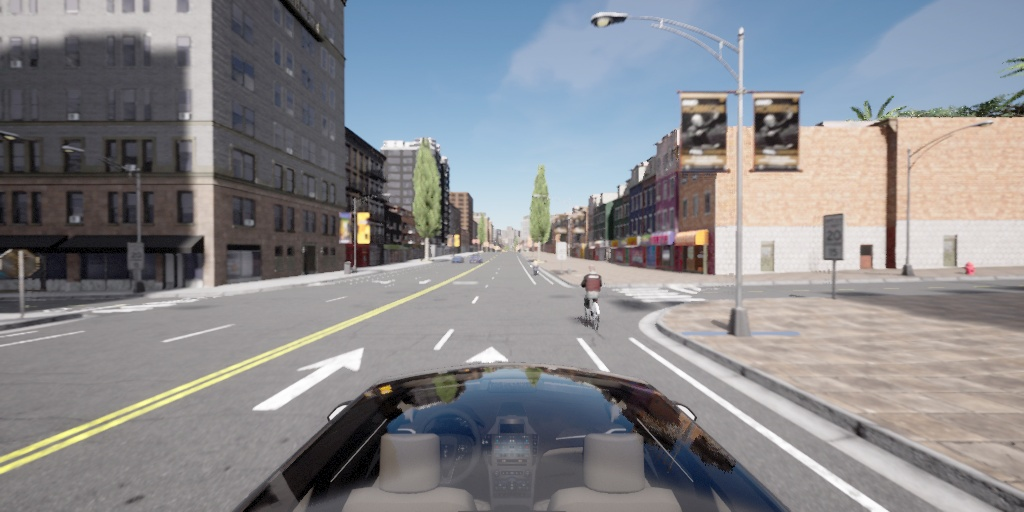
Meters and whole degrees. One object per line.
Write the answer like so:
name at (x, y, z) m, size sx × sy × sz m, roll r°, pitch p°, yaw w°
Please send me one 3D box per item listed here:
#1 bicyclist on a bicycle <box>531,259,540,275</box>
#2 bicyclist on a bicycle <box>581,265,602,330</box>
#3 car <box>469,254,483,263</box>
bicyclist on a bicycle at (2.254, 1.054, 34.132) m, size 0.866 × 1.612 × 1.509 m, roll 0°, pitch 1°, yaw 0°
bicyclist on a bicycle at (2.250, 1.124, 10.274) m, size 0.659 × 1.776 × 1.843 m, roll 0°, pitch 0°, yaw 0°
car at (-6.495, 0.392, 64.973) m, size 2.097 × 1.767 × 4.553 m, roll 0°, pitch 1°, yaw 0°
